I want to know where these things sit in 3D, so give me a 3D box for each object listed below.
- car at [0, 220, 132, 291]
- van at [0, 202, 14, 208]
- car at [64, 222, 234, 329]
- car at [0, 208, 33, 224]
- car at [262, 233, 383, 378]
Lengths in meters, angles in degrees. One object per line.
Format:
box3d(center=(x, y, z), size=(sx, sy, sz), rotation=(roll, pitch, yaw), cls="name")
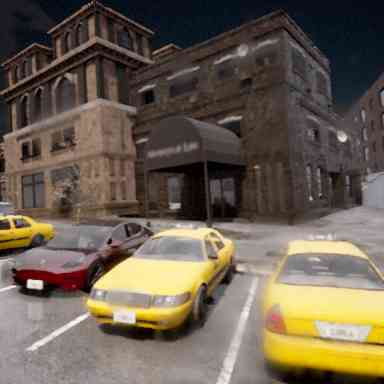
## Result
box3d(center=(-2.633, 1.566, 9.284), size=(2.163, 1.488, 4.792), rotation=(0, -1, 16), cls="car")
box3d(center=(-9.946, 1.403, 14.445), size=(1.878, 1.987, 4.442), rotation=(0, -1, 16), cls="van")
box3d(center=(-0.245, 1.510, 7.395), size=(1.946, 1.575, 5.366), rotation=(0, -1, 16), cls="car")
box3d(center=(-7.535, 1.588, 12.626), size=(1.946, 1.575, 5.366), rotation=(0, -1, 16), cls="car")
box3d(center=(2.287, 1.503, 6.010), size=(1.946, 1.575, 5.366), rotation=(0, -1, 16), cls="car")
